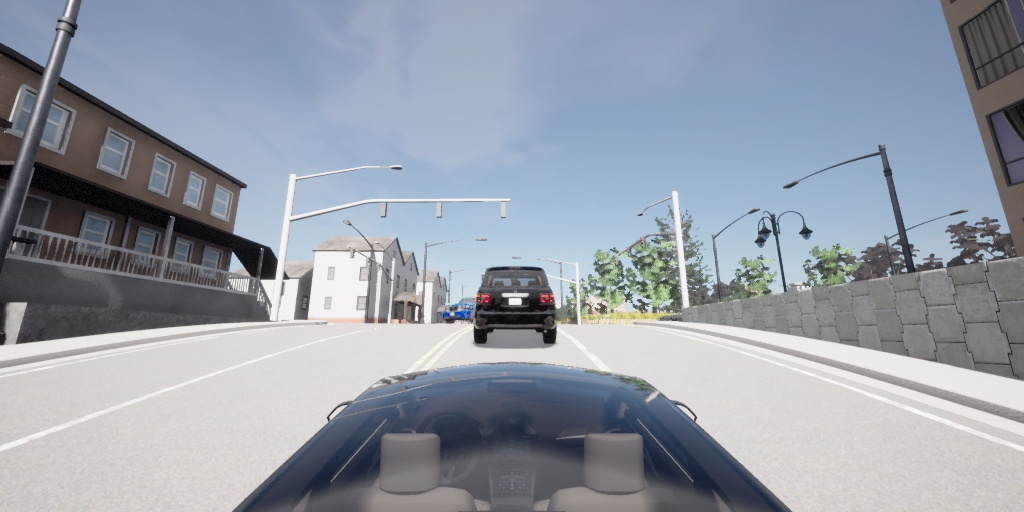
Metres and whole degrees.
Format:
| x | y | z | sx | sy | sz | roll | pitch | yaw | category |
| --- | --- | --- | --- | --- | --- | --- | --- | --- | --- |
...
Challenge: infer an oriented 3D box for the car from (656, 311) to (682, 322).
| x | y | z | sx | sy | sz | roll | pitch | yaw | category |
| --- | --- | --- | --- | --- | --- | --- | --- | --- | --- |
| 15.280 | 5.596 | 31.687 | 4.902 | 1.511 | 2.128 | 0 | -12 | 1 | car |

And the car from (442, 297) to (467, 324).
| x | y | z | sx | sy | sz | roll | pitch | yaw | category |
| --- | --- | --- | --- | --- | --- | --- | --- | --- | --- |
| -2.567 | 3.831 | 25.077 | 2.150 | 2.045 | 5.566 | -7 | -14 | 25 | car |

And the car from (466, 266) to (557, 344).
| x | y | z | sx | sy | sz | roll | pitch | yaw | category |
| --- | --- | --- | --- | --- | --- | --- | --- | --- | --- |
| 0.086 | 1.503 | 11.202 | 2.150 | 2.045 | 5.566 | 0 | -7 | 0 | car |
